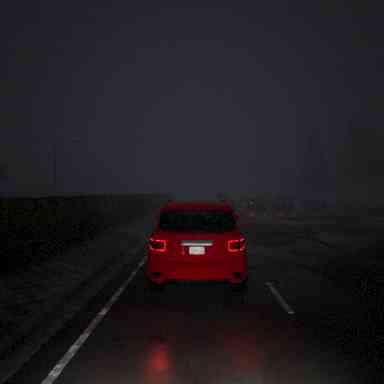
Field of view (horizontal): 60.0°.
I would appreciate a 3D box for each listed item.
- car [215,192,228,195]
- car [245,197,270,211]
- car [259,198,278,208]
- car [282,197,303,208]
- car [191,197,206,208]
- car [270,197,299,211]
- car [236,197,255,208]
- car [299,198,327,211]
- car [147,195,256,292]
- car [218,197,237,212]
[{"bbox_3d":[4.446,1.221,50.052,2.150,2.045,5.566,0,0,1],"label":"car"},{"bbox_3d":[7.765,1.352,40.755,2.097,1.767,4.553,0,0,1],"label":"car"},{"bbox_3d":[11.444,1.564,49.886,1.994,1.385,4.181,0,0,1],"label":"car"},{"bbox_3d":[14.943,1.505,49.817,1.837,1.490,4.892,0,0,1],"label":"car"},{"bbox_3d":[0.946,1.491,50.090,2.128,1.511,4.902,0,0,1],"label":"car"},{"bbox_3d":[11.280,1.352,41.487,2.097,1.767,4.553,0,0,1],"label":"car"},{"bbox_3d":[7.944,1.491,49.954,2.128,1.511,4.902,0,0,1],"label":"car"},{"bbox_3d":[14.764,1.478,40.649,1.882,1.535,5.008,0,0,1],"label":"car"},{"bbox_3d":[0.147,1.221,9.095,2.150,2.045,5.566,0,0,1],"label":"car"},{"bbox_3d":[4.258,1.478,40.437,1.882,1.535,5.008,0,0,1],"label":"car"}]
